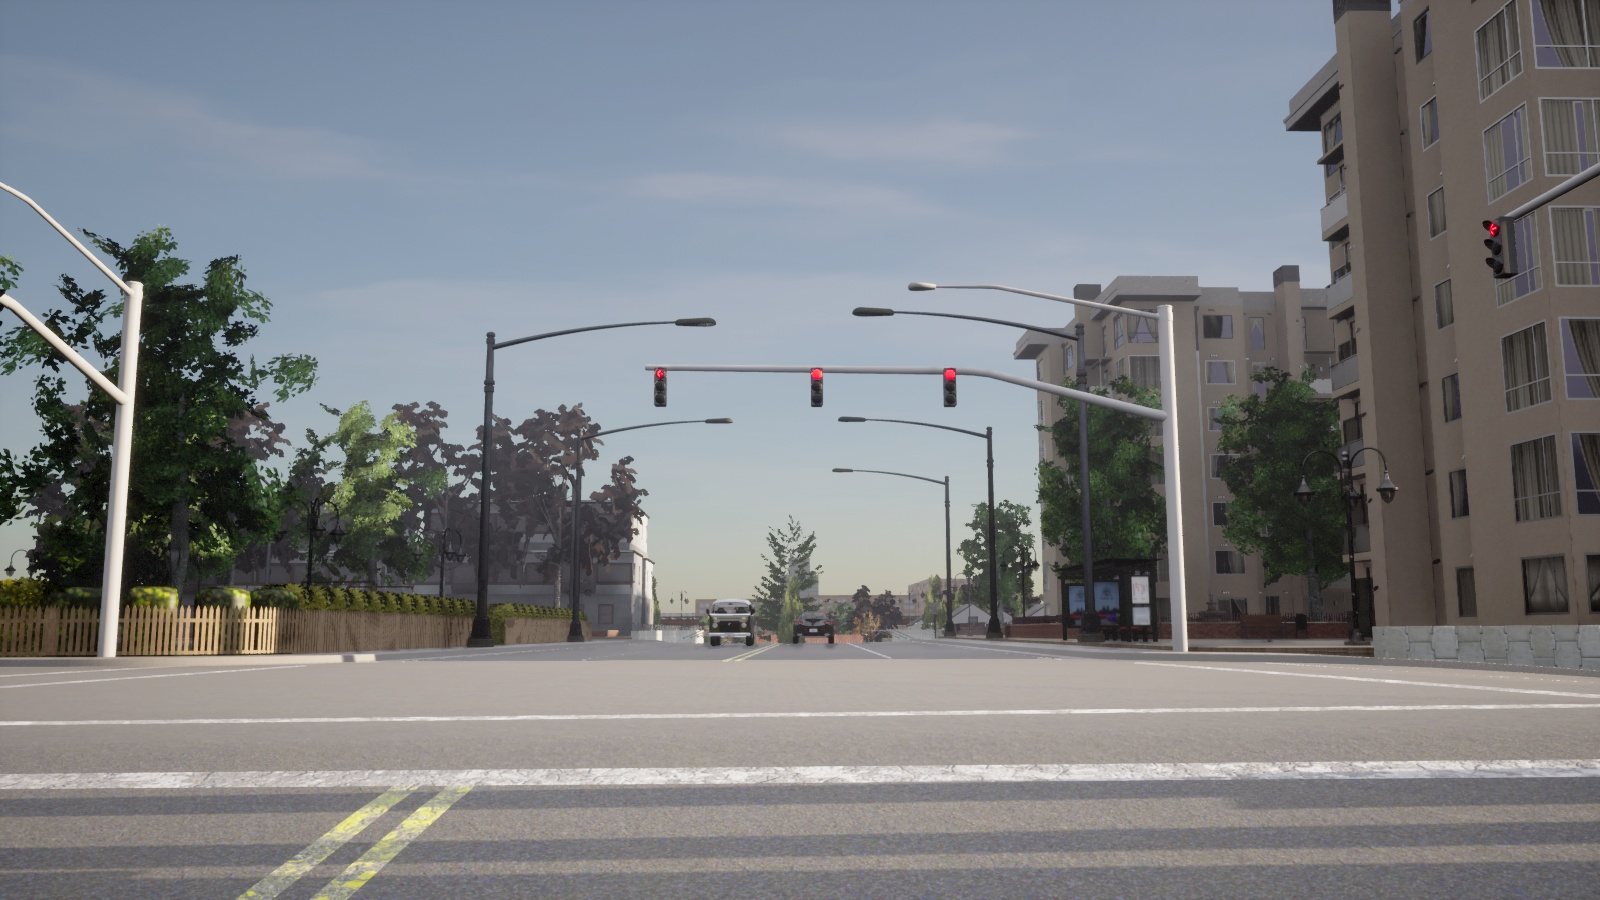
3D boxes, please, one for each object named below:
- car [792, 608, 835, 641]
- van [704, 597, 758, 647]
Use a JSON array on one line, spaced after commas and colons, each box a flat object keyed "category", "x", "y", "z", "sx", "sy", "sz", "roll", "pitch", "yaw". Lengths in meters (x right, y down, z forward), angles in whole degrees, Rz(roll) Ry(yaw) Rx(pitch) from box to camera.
[{"category": "car", "x": 0.689, "y": 9.161, "z": 65.856, "sx": 2.152, "sy": 1.651, "sz": 5.027, "roll": 0, "pitch": -8, "yaw": 1}, {"category": "van", "x": -2.932, "y": 7.439, "z": 54.277, "sx": 2.069, "sy": 2.038, "sz": 4.480, "roll": 0, "pitch": -8, "yaw": 1}]
